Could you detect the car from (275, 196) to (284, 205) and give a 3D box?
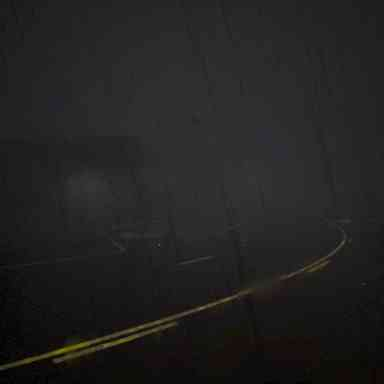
[{"bbox_3d":[20.435,2.226,78.154,2.128,1.511,4.902,0,-1,16],"label":"car"}]

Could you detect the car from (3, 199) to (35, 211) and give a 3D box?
[{"bbox_3d":[-26.859,2.075,51.063,3.806,1.475,1.970,0,-1,16],"label":"car"}]

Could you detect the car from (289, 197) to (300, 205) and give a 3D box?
[{"bbox_3d":[23.701,2.030,76.845,2.097,1.767,4.553,0,-1,16],"label":"car"}]

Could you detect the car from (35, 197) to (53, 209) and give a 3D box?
[{"bbox_3d":[-26.049,1.968,56.803,4.611,1.667,2.242,0,-1,16],"label":"car"}]
